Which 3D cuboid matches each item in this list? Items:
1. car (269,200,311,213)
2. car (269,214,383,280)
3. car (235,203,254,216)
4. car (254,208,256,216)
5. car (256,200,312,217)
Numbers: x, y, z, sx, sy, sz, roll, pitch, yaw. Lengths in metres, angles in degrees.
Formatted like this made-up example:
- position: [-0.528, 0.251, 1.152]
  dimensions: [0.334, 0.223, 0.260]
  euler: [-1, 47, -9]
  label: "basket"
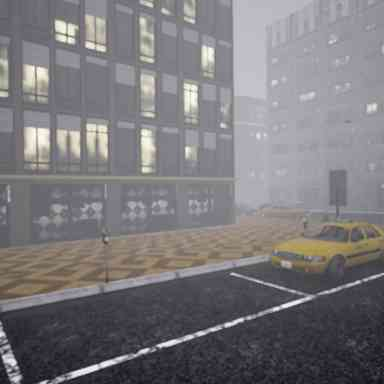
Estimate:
- position: [11.792, 1.678, 40.265]
  dimensions: [2.008, 1.369, 4.403]
  euler: [-2, 0, -37]
  label: "car"
- position: [4.289, 1.460, 9.684]
  dimensions: [4.829, 1.417, 1.752]
  euler: [-1, 0, -36]
  label: "car"
- position: [5.088, 1.825, 35.240]
  dimensions: [1.947, 1.339, 4.313]
  euler: [-2, 0, -37]
  label: "car"
- position: [9.205, 1.652, 34.081]
  dimensions: [2.128, 1.511, 4.902]
  euler: [-1, 0, -37]
  label: "car"
- position: [8.578, 1.687, 30.579]
  dimensions: [1.752, 1.417, 4.829]
  euler: [-2, 0, -37]
  label: "car"
